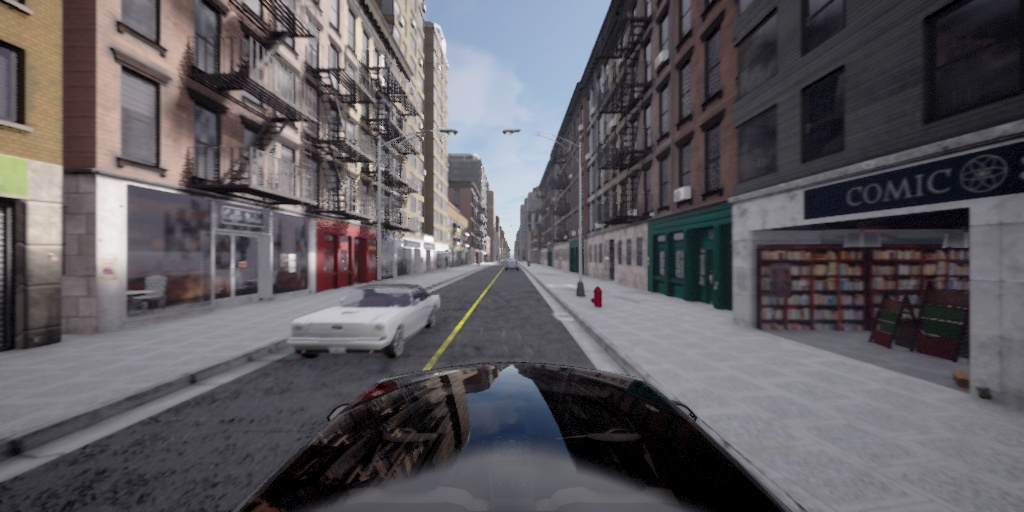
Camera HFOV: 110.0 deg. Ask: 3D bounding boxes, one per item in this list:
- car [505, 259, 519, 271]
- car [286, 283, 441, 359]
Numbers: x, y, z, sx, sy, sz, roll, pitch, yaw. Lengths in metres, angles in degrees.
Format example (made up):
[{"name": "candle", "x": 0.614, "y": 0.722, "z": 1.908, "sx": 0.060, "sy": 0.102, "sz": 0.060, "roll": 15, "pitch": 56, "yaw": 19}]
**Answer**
[{"name": "car", "x": 0.006, "y": 1.356, "z": 49.437, "sx": 1.994, "sy": 1.385, "sz": 4.181, "roll": 0, "pitch": 0, "yaw": 0}, {"name": "car", "x": -3.073, "y": 1.349, "z": 8.524, "sx": 1.895, "sy": 1.301, "sz": 4.718, "roll": 0, "pitch": 0, "yaw": 0}]
